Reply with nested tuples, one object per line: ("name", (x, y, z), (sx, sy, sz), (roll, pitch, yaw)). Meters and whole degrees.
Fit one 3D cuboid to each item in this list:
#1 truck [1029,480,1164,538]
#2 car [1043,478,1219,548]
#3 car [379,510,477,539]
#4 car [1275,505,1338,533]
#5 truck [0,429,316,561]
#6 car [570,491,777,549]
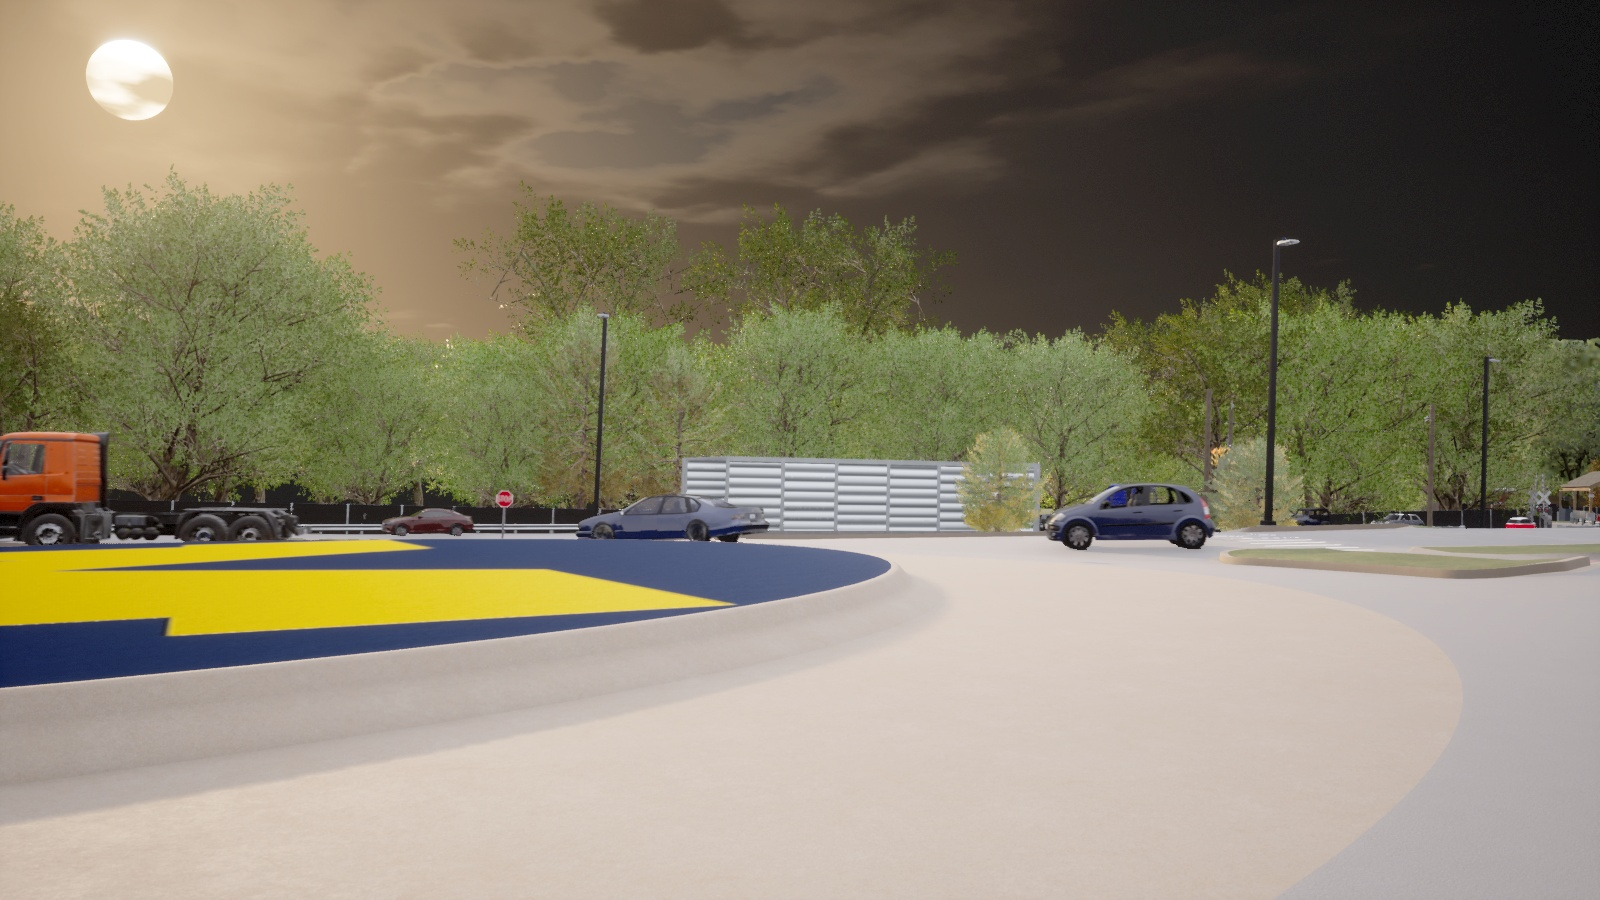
("truck", (18.543, 3.648, 78.378), (7.936, 3.462, 2.891), (1, -1, -22))
("car", (8.164, 1.558, 31.276), (3.988, 1.617, 1.851), (-1, -1, 7))
("car", (-19.546, 3.889, 66.018), (4.674, 1.442, 1.812), (1, -1, -26))
("car", (35.749, 4.846, 88.588), (3.866, 1.878, 1.905), (1, -1, -21))
("truck", (-18.118, 1.301, 35.411), (7.936, 3.462, 2.891), (1, -2, -13))
("car", (-3.493, 1.942, 34.442), (5.357, 1.411, 2.033), (-3, -4, 26))
